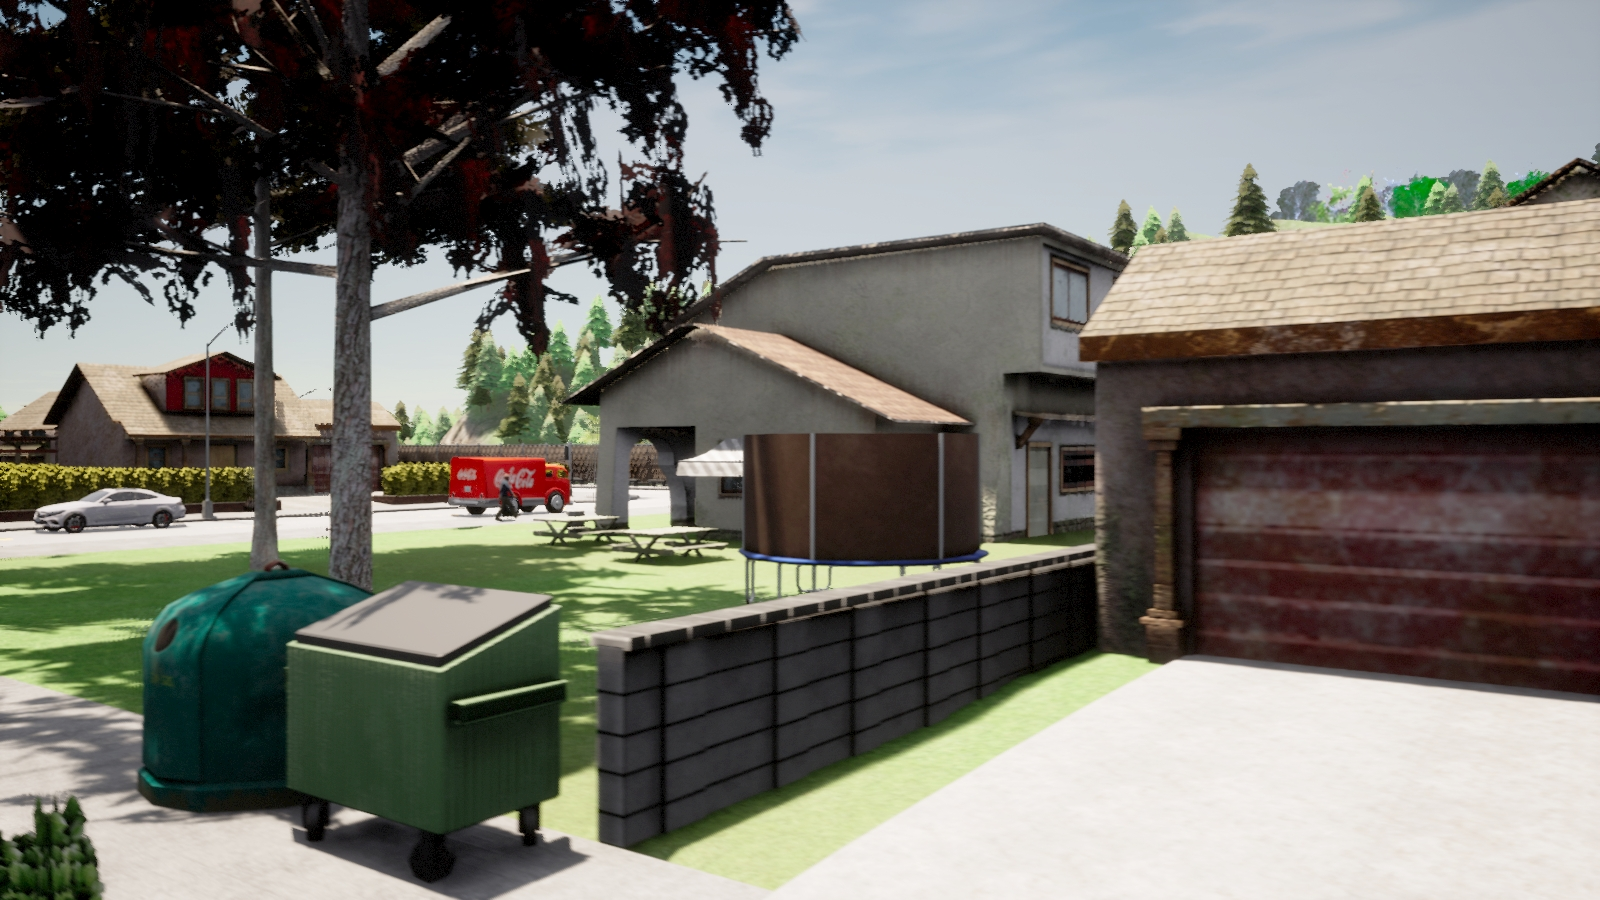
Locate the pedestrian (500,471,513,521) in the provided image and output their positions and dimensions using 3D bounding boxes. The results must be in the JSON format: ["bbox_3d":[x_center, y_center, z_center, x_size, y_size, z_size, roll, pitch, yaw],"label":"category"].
[{"bbox_3d":[-11.053,1.740,43.004,0.375,1.860,0.375,0,0,-29],"label":"pedestrian"}]

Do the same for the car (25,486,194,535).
[{"bbox_3d":[-24.111,2.076,40.066,2.002,1.442,4.674,0,0,35],"label":"car"}]

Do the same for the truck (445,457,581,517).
[{"bbox_3d":[-12.356,1.553,49.488,2.627,2.467,5.204,0,-1,36],"label":"truck"}]

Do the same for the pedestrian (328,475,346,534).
[{"bbox_3d":[-14.834,1.739,36.592,0.375,1.860,0.375,0,0,34],"label":"pedestrian"}]
